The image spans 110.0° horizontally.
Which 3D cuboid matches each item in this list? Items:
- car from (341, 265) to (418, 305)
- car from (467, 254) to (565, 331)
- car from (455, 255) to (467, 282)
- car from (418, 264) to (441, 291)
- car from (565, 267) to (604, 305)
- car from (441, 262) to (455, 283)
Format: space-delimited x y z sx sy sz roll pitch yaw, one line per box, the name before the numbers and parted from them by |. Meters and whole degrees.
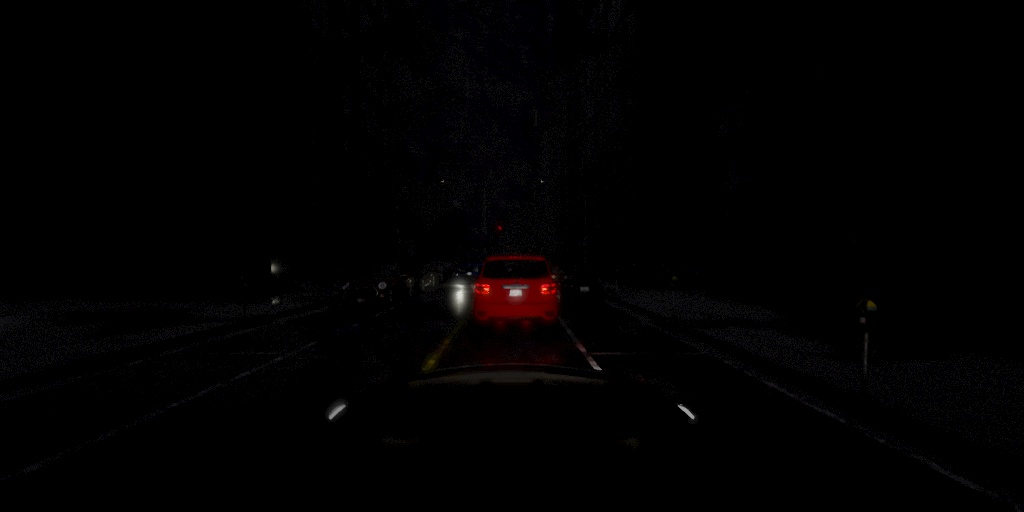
car | -5.763 1.165 15.664 1.967 1.591 4.097 0 0 0
car | 0.103 0.954 11.022 2.150 2.045 5.566 0 0 0
car | -3.011 0.932 28.298 2.150 2.045 5.566 0 0 0
car | -5.762 1.282 21.170 1.948 1.339 4.313 0 0 0
car | 2.763 1.291 15.663 1.948 1.339 4.313 0 0 0
car | -5.761 1.258 26.675 2.007 1.370 4.403 0 0 0
